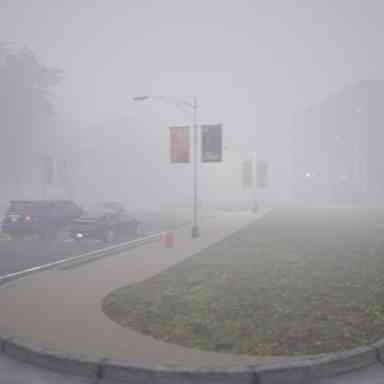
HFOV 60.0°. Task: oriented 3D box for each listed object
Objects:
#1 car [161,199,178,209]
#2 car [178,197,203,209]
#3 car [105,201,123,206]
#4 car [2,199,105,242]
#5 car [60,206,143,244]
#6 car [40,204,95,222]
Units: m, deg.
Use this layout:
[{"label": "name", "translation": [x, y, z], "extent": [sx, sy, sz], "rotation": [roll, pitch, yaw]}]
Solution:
[{"label": "car", "translation": [-3.063, 1.807, 51.198], "extent": [1.895, 1.301, 4.718], "rotation": [0, 0, 19]}, {"label": "car", "translation": [0.105, 1.572, 50.411], "extent": [2.097, 1.767, 4.553], "rotation": [0, 0, 19]}, {"label": "car", "translation": [-7.462, 1.552, 28.407], "extent": [2.097, 1.767, 4.553], "rotation": [0, 0, 19]}, {"label": "car", "translation": [-7.375, 1.392, 17.953], "extent": [2.150, 2.045, 5.566], "rotation": [0, 0, 19]}, {"label": "car", "translation": [-4.219, 1.694, 17.145], "extent": [1.837, 1.490, 4.892], "rotation": [0, 0, 19]}, {"label": "car", "translation": [-10.686, 1.782, 29.025], "extent": [1.895, 1.301, 4.718], "rotation": [0, 0, 19]}]
